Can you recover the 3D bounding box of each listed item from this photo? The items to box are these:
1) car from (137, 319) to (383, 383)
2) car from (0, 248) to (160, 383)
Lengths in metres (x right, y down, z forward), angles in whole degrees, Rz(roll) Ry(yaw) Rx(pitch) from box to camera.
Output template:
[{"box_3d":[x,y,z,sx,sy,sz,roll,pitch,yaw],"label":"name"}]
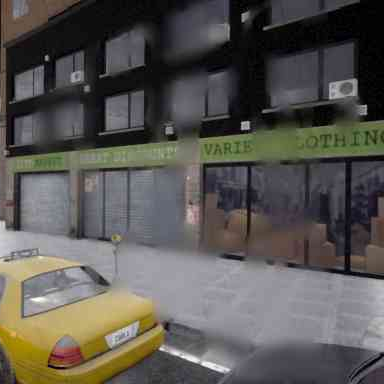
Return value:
[{"box_3d":[2.047,1.551,1.624,4.403,1.369,2.008,0,1,36],"label":"car"},{"box_3d":[-2.634,1.524,4.972,4.829,1.417,1.752,0,1,36],"label":"car"}]
